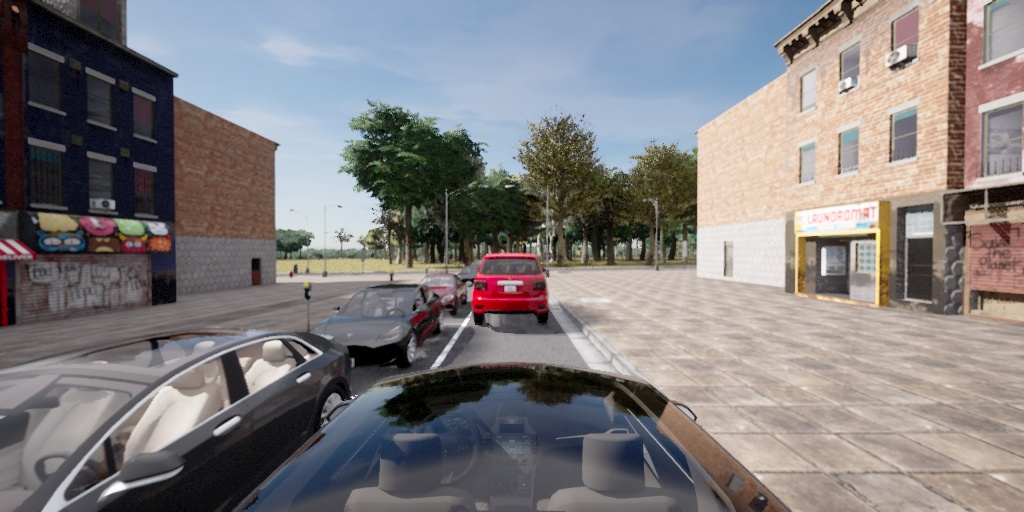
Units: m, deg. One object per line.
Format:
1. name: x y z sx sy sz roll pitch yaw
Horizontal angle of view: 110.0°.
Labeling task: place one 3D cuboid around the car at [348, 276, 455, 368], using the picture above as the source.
1. car: -2.639 1.302 7.833 1.948 1.339 4.313 0 0 0

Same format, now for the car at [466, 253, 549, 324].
1. car: -0.027 0.947 11.969 2.150 2.045 5.566 0 0 0

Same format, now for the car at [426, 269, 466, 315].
1. car: -2.640 1.306 13.268 1.802 1.307 4.207 0 0 0

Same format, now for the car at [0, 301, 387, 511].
1. car: -2.638 1.299 2.399 2.007 1.370 4.403 0 0 0

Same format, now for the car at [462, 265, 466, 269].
1. car: -2.641 1.266 24.138 1.948 1.339 4.313 0 0 0
